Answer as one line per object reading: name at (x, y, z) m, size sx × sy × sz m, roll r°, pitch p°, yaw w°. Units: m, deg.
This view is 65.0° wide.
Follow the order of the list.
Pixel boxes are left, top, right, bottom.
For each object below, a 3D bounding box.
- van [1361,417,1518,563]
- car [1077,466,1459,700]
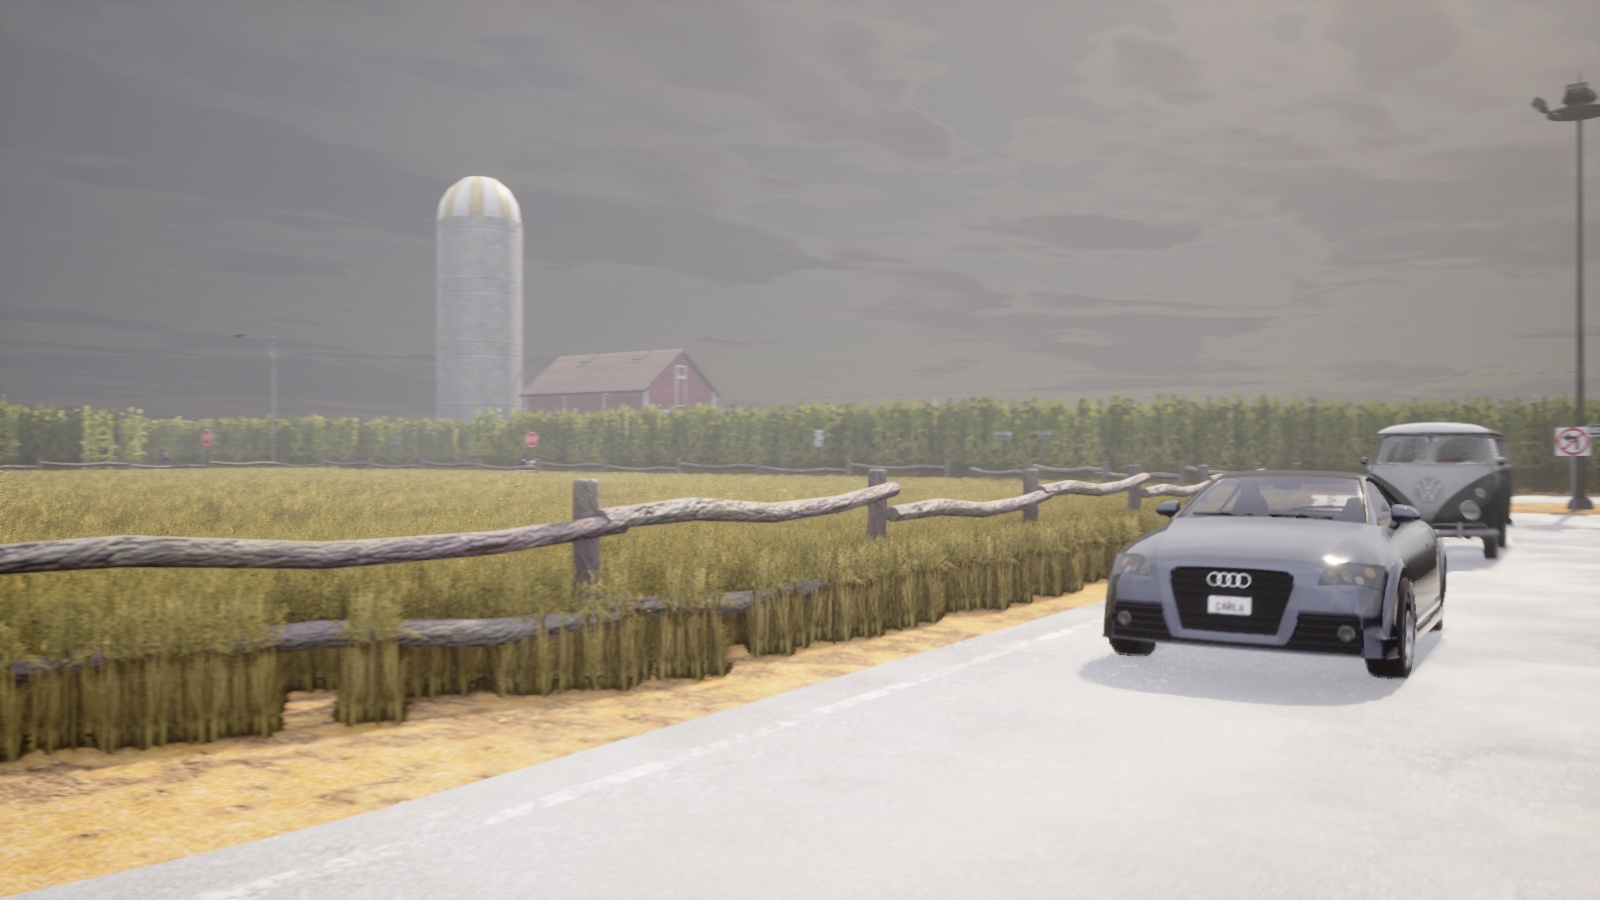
van at (9.984, 0.550, 19.431) m, size 1.775 × 1.987 × 4.442 m, roll 0°, pitch 0°, yaw 32°
car at (3.896, 0.841, 9.947) m, size 1.994 × 1.385 × 4.181 m, roll 0°, pitch 0°, yaw 33°
